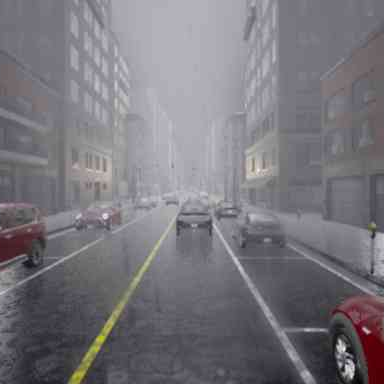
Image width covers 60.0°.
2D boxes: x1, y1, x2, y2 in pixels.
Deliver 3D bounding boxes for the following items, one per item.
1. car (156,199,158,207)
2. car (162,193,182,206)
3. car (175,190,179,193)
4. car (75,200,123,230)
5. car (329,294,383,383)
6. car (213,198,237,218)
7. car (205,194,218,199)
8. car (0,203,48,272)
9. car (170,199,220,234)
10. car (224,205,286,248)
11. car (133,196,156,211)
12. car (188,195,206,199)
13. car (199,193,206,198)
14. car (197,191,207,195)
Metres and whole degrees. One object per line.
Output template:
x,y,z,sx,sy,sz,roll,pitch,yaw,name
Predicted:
-5.349,1.232,42.289,2.008,1.369,4.403,0,0,0,car
-2.715,1.192,47.149,2.033,1.411,5.357,0,0,0,car
-5.327,0.747,90.788,1.967,1.590,4.097,0,0,0,car
-5.369,1.293,19.562,1.967,1.590,4.097,0,0,0,car
2.640,1.420,2.514,1.967,1.590,4.097,0,0,0,car
2.661,1.377,25.240,1.947,1.339,4.313,0,0,0,car
2.672,1.249,36.771,1.752,1.417,4.829,0,0,0,car
-5.380,1.253,8.197,2.192,1.841,5.009,0,0,0,car
0.117,1.356,18.112,2.128,1.511,4.902,0,0,0,car
2.650,1.446,13.877,2.008,1.369,4.403,0,0,0,car
-5.354,1.307,36.608,1.802,1.307,4.206,0,0,0,car
0.131,1.304,34.541,1.994,1.385,4.181,0,0,0,car
2.721,0.931,85.376,1.802,1.307,4.206,0,0,0,car
2.708,0.983,74.564,2.008,1.369,4.403,0,0,0,car
